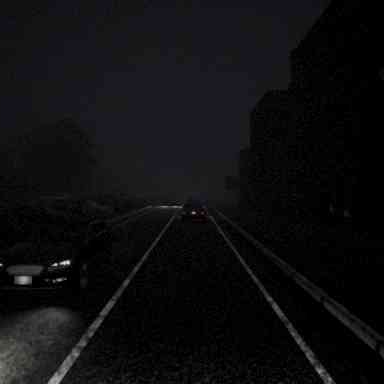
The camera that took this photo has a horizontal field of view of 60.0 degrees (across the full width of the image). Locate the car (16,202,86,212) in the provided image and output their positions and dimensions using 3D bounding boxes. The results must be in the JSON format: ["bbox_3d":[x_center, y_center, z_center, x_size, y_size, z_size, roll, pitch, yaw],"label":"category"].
[{"bbox_3d":[-9.405,1.525,20.709,4.674,1.452,2.002,0,0,0],"label":"car"}]

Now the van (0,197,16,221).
[{"bbox_3d":[-9.328,1.276,12.295,4.442,1.987,1.878,0,0,0],"label":"van"}]

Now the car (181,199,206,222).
[{"bbox_3d":[0.122,1.502,25.693,2.033,1.411,5.357,0,0,0],"label":"car"}]

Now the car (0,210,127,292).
[{"bbox_3d":[-3.348,1.481,9.050,2.128,1.511,4.902,0,0,0],"label":"car"}]

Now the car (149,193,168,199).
[{"bbox_3d":[-9.200,1.064,91.387,5.008,1.535,2.097,0,0,0],"label":"car"}]

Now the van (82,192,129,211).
[{"bbox_3d":[-9.215,1.224,34.624,4.442,1.987,1.878,0,0,0],"label":"van"}]

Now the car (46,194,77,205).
[{"bbox_3d":[-22.268,1.256,56.961,4.553,1.767,2.185,0,0,0],"label":"car"}]

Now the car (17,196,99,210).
[{"bbox_3d":[-9.357,1.354,23.491,4.553,1.767,2.185,0,0,0],"label":"car"}]

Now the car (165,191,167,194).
[{"bbox_3d":[-9.273,1.145,82.910,4.674,1.452,2.002,0,0,0],"label":"car"}]

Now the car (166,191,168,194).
[{"bbox_3d":[-9.252,1.132,85.736,4.674,1.452,2.002,0,0,0],"label":"car"}]

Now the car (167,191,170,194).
[{"bbox_3d":[-9.413,1.075,88.562,5.366,1.575,1.946,0,0,0],"label":"car"}]

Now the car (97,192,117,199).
[{"bbox_3d":[-21.797,0.964,85.796,4.553,1.767,2.185,0,0,0],"label":"car"}]

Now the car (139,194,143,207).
[{"bbox_3d":[-9.283,1.426,42.975,4.892,1.521,2.231,0,0,0],"label":"car"}]

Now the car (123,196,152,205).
[{"bbox_3d":[-9.235,1.424,56.749,4.674,1.452,2.002,-1,0,1],"label":"car"}]

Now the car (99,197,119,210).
[{"bbox_3d":[-9.546,1.462,29.060,5.366,1.575,1.946,0,0,0],"label":"car"}]

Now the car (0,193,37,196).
[{"bbox_3d":[-22.413,1.180,40.127,5.566,2.045,2.435,0,0,0],"label":"car"}]

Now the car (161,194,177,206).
[{"bbox_3d":[-3.266,1.395,50.627,1.812,1.442,4.674,0,0,0],"label":"car"}]

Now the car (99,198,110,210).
[{"bbox_3d":[-9.380,1.473,26.276,4.892,1.521,2.231,0,0,0],"label":"car"}]

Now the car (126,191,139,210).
[{"bbox_3d":[-9.290,1.190,37.408,5.566,2.045,2.435,0,0,0],"label":"car"}]

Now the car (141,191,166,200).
[{"bbox_3d":[-9.322,1.149,80.084,4.792,1.488,2.163,0,0,0],"label":"car"}]

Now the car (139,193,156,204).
[{"bbox_3d":[-9.048,1.389,54.106,5.366,1.575,1.946,0,0,0],"label":"car"}]

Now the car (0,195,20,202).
[{"bbox_3d":[-22.584,1.437,37.343,5.366,1.575,1.946,0,0,0],"label":"car"}]

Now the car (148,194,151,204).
[{"bbox_3d":[-9.277,1.430,51.325,4.792,1.488,2.163,0,0,0],"label":"car"}]

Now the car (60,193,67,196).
[{"bbox_3d":[-22.359,1.273,51.266,4.553,1.767,2.185,0,0,0],"label":"car"}]

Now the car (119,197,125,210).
[{"bbox_3d":[-9.340,1.459,31.842,4.892,1.521,2.231,0,0,0],"label":"car"}]

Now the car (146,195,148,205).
[{"bbox_3d":[-9.264,1.448,48.541,4.674,1.452,2.002,0,0,0],"label":"car"}]

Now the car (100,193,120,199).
[{"bbox_3d":[-21.802,1.076,88.496,5.008,1.535,2.097,0,0,0],"label":"car"}]

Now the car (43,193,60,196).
[{"bbox_3d":[-22.373,1.281,48.481,4.553,1.767,2.185,0,0,0],"label":"car"}]

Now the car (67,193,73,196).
[{"bbox_3d":[-22.342,1.138,54.176,5.566,2.045,2.435,0,0,0],"label":"car"}]

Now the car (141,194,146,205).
[{"bbox_3d":[-9.247,1.446,45.758,4.792,1.488,2.163,0,0,0],"label":"car"}]

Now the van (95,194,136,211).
[{"bbox_3d":[-9.188,1.208,40.066,4.442,1.987,1.878,0,0,0],"label":"van"}]

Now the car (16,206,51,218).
[{"bbox_3d":[-9.401,1.527,15.142,4.792,1.488,2.163,0,0,0],"label":"car"}]

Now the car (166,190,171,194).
[{"bbox_3d":[-9.189,1.050,94.212,5.008,1.535,2.097,0,0,0],"label":"car"}]
